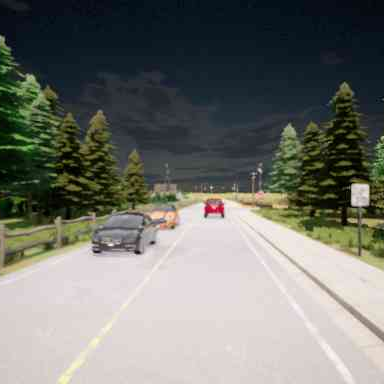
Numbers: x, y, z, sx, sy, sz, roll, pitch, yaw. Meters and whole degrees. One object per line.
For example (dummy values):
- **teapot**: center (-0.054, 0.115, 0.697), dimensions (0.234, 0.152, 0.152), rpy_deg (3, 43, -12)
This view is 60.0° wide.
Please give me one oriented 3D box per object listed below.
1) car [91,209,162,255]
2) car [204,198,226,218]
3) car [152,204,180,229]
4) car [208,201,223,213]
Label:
- **car**: center (-2.702, 1.670, 14.205), dimensions (1.837, 1.490, 4.892), rpy_deg (0, -1, 4)
- **car**: center (2.435, 1.694, 35.986), dimensions (2.150, 2.045, 5.566), rpy_deg (0, -1, 5)
- **car**: center (-2.086, 1.645, 23.914), dimensions (2.097, 1.767, 4.553), rpy_deg (0, -1, 4)
- **car**: center (3.324, 2.090, 46.467), dimensions (1.882, 1.535, 5.008), rpy_deg (0, -1, 6)
